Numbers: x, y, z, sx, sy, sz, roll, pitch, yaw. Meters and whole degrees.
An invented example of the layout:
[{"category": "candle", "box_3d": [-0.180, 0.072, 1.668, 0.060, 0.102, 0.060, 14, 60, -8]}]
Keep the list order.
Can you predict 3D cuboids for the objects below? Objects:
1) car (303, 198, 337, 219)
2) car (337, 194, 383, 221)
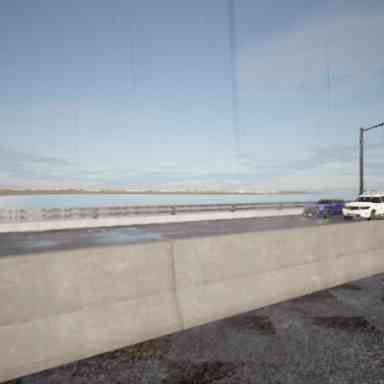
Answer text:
[{"category": "car", "box_3d": [11.876, 1.355, 29.389, 4.553, 1.767, 2.097, 0, 0, -35]}, {"category": "car", "box_3d": [14.565, 1.213, 26.990, 5.566, 2.045, 2.150, 0, 0, -35]}]
